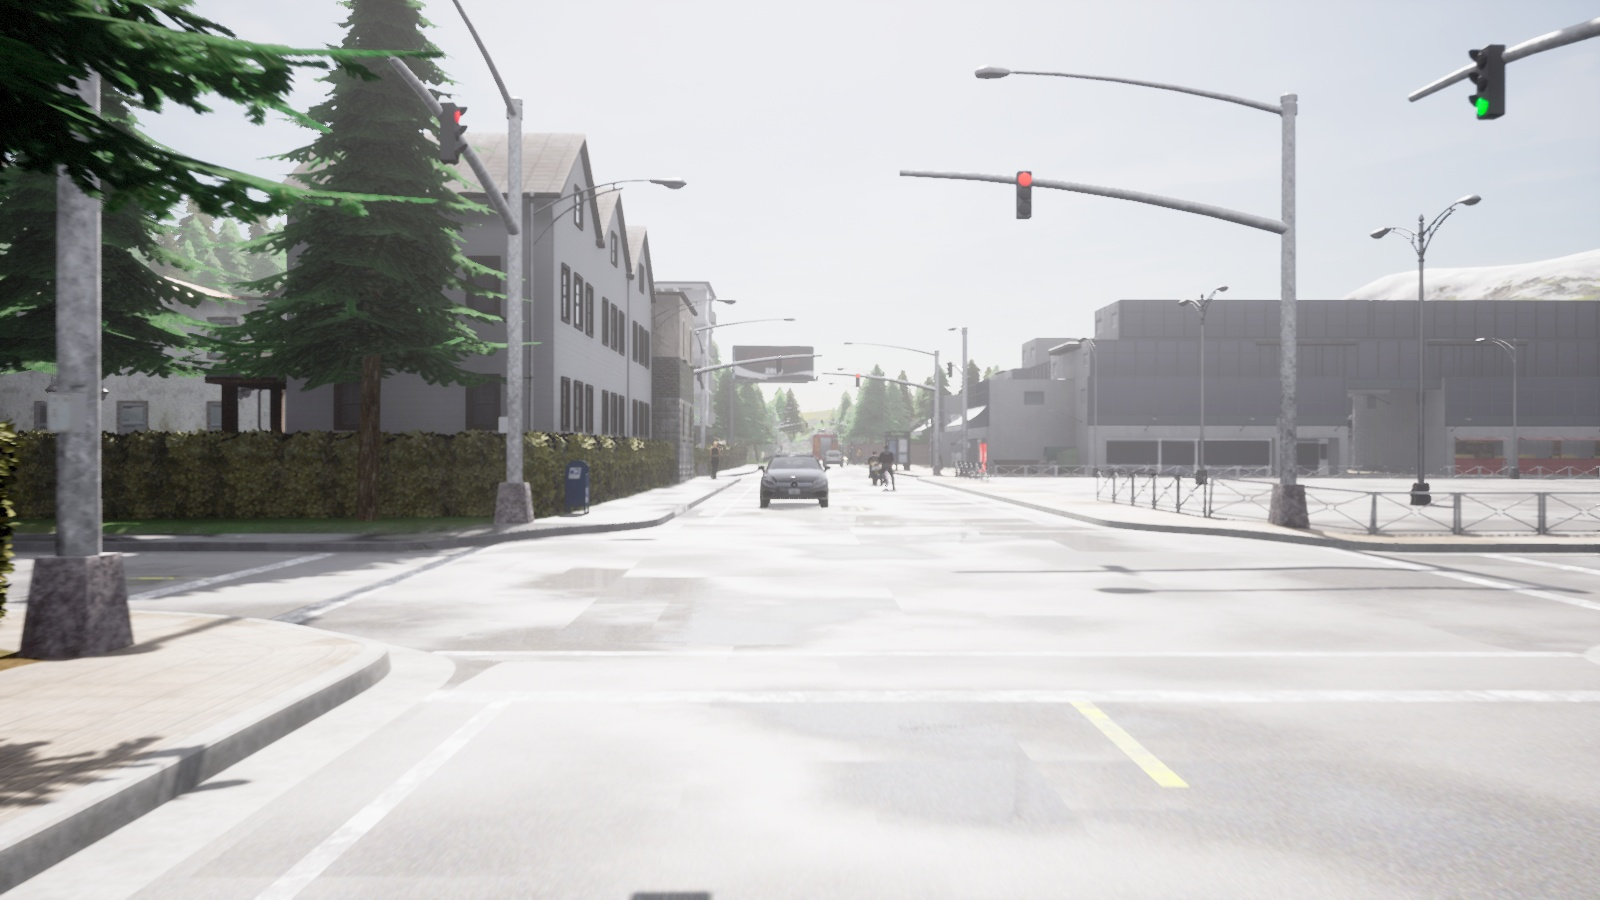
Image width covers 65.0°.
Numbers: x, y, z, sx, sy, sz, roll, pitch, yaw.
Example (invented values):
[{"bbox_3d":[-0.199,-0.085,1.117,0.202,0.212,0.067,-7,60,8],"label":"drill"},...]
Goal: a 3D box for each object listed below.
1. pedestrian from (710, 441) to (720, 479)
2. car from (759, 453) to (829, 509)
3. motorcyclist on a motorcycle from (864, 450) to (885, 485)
[{"bbox_3d":[-4.095,0.472,60.524,0.345,1.836,0.594,0,0,10],"label":"pedestrian"},{"bbox_3d":[-0.159,0.810,34.933,1.812,1.442,4.674,0,0,0],"label":"car"},{"bbox_3d":[3.259,0.745,54.986,0.797,1.523,2.044,0,0,0],"label":"motorcyclist on a motorcycle"}]
